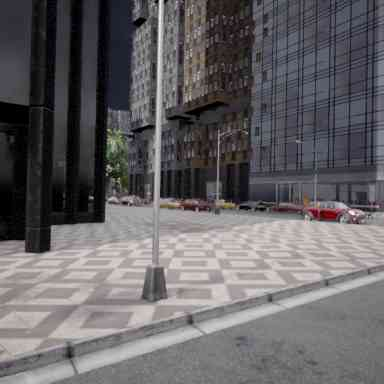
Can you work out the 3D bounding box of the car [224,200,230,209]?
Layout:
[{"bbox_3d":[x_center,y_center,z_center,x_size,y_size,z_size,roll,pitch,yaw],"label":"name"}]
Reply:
[{"bbox_3d":[4.037,1.695,46.136,1.752,1.417,4.829,2,-1,-35],"label":"car"}]

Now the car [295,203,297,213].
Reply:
[{"bbox_3d":[11.135,1.550,26.052,2.033,1.411,5.357,2,-1,-35],"label":"car"}]

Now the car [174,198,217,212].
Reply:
[{"bbox_3d":[0.370,1.486,36.589,1.887,1.381,4.507,2,-1,-35],"label":"car"}]

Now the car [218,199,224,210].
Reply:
[{"bbox_3d":[1.155,1.491,40.093,1.882,1.535,5.008,2,-1,-35],"label":"car"}]

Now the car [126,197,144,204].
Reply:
[{"bbox_3d":[-11.772,1.742,68.349,1.947,1.339,4.313,2,-1,-35],"label":"car"}]

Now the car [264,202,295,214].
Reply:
[{"bbox_3d":[10.497,1.745,37.055,1.802,1.307,4.206,2,-1,-35],"label":"car"}]

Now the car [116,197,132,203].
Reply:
[{"bbox_3d":[-14.953,1.742,72.819,1.947,1.339,4.313,2,-1,-35],"label":"car"}]

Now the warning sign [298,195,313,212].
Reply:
[{"bbox_3d":[12.855,1.339,37.739,1.300,1.860,1.060,2,-1,-35],"label":"warning sign"}]

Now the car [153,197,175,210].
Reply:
[{"bbox_3d":[-2.713,1.470,40.922,1.752,1.417,4.829,2,-1,-35],"label":"car"}]

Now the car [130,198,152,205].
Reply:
[{"bbox_3d":[-9.296,1.705,60.105,1.895,1.301,4.718,2,-1,-35],"label":"car"}]

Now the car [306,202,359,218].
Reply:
[{"bbox_3d":[13.678,1.726,32.585,1.947,1.339,4.313,2,-1,-35],"label":"car"}]

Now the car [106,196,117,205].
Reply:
[{"bbox_3d":[-12.358,1.533,54.473,1.802,1.307,4.206,2,-1,-35],"label":"car"}]

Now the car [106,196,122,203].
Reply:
[{"bbox_3d":[-18.232,1.701,77.429,1.752,1.417,4.829,2,-1,-35],"label":"car"}]

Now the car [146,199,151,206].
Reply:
[{"bbox_3d":[-8.836,1.442,54.295,2.097,1.767,4.553,2,-1,-35],"label":"car"}]

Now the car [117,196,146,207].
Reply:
[{"bbox_3d":[-9.173,1.390,50.004,1.967,1.590,4.097,2,-1,-35],"label":"car"}]

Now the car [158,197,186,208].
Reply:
[{"bbox_3d":[-3.210,1.594,51.630,2.128,1.511,4.902,2,-1,-35],"label":"car"}]

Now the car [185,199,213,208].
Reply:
[{"bbox_3d":[0.954,1.724,50.467,2.008,1.369,4.403,2,-1,-35],"label":"car"}]

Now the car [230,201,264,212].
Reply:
[{"bbox_3d":[7.316,1.732,41.526,1.947,1.339,4.313,2,-1,-35],"label":"car"}]

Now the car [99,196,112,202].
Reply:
[{"bbox_3d":[-21.316,1.757,81.760,1.802,1.307,4.206,2,-1,-35],"label":"car"}]

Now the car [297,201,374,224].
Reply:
[{"bbox_3d":[9.900,1.371,23.203,1.967,1.590,4.097,2,-1,-36],"label":"car"}]

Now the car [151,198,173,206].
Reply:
[{"bbox_3d":[-5.409,1.727,59.408,2.008,1.369,4.403,2,-1,-35],"label":"car"}]
